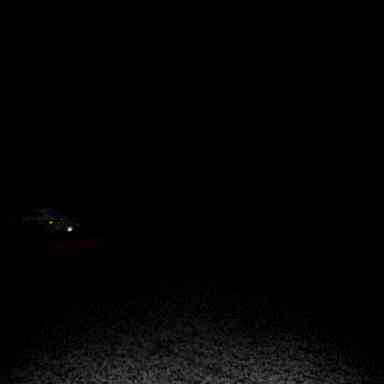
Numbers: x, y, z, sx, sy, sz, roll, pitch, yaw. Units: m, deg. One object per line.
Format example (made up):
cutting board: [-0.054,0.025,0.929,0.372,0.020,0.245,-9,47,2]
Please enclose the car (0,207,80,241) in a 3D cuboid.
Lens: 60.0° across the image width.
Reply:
car: [-7.496,1.460,16.338,4.674,1.442,1.812,0,0,33]
